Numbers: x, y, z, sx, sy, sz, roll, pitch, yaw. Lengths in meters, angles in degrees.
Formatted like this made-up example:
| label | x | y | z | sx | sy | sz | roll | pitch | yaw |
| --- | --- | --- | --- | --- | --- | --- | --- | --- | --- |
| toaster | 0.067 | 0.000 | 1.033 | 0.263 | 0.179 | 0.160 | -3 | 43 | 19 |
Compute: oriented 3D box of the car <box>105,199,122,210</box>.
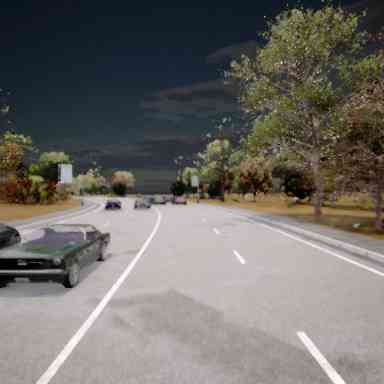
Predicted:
| label | x | y | z | sx | sy | sz | roll | pitch | yaw |
| --- | --- | --- | --- | --- | --- | --- | --- | --- | --- |
| car | -9.759 | 1.510 | 41.493 | 1.895 | 1.301 | 4.718 | 0 | 0 | -10 |

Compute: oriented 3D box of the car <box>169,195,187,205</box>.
| label | x | y | z | sx | sy | sz | roll | pitch | yaw |
| --- | --- | --- | --- | --- | --- | --- | --- | --- | --- |
| car | -2.225 | 1.407 | 55.994 | 1.994 | 1.385 | 4.181 | 0 | 0 | -16 |

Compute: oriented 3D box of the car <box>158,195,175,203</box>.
| label | x | y | z | sx | sy | sz | roll | pitch | yaw |
| --- | --- | --- | --- | --- | --- | --- | --- | --- | --- |
| car | -5.078 | 1.298 | 65.534 | 2.128 | 1.511 | 4.902 | 0 | 0 | -20 |

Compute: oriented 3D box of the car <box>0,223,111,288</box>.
| label | x | y | z | sx | sy | sz | roll | pitch | yaw |
| --- | --- | --- | --- | --- | --- | --- | --- | --- | --- |
| car | -3.708 | 1.601 | 9.391 | 1.895 | 1.301 | 4.718 | 0 | 0 | -1 |

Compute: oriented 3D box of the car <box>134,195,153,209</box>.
| label | x | y | z | sx | sy | sz | roll | pitch | yaw |
| --- | --- | --- | --- | --- | --- | --- | --- | --- | --- |
| car | -6.316 | 1.468 | 42.126 | 1.994 | 1.385 | 4.181 | 0 | 0 | -10 |

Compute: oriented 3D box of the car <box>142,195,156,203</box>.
| label | x | y | z | sx | sy | sz | roll | pitch | yaw |
| --- | --- | --- | --- | --- | --- | --- | --- | --- | --- |
| car | -8.369 | 1.312 | 64.340 | 1.837 | 1.490 | 4.892 | 0 | 0 | -20 |

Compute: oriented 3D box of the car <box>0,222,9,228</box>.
| label | x | y | z | sx | sy | sz | roll | pitch | yaw |
| --- | --- | --- | --- | --- | --- | --- | --- | --- | --- |
| car | -7.237 | 1.563 | 10.572 | 1.994 | 1.385 | 4.181 | 0 | 0 | -1 |

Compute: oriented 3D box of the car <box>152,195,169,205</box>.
| label | x | y | z | sx | sy | sz | roll | pitch | yaw |
| --- | --- | --- | --- | --- | --- | --- | --- | --- | --- |
| car | -5.569 | 1.406 | 54.933 | 1.994 | 1.385 | 4.181 | 0 | 0 | -16 |
